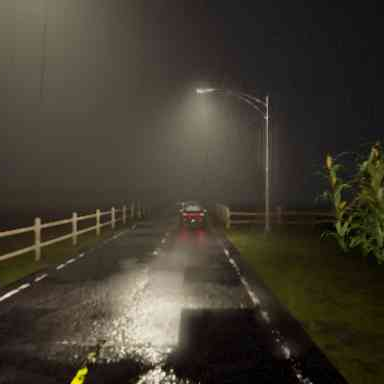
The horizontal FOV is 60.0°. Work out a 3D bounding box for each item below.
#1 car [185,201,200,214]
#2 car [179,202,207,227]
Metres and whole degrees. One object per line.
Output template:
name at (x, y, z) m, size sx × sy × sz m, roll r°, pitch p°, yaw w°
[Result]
car at (0.065, 1.921, 41.233) m, size 1.812 × 1.442 × 4.674 m, roll 0°, pitch -1°, yaw 0°
car at (0.078, 1.728, 24.627) m, size 2.128 × 1.511 × 4.902 m, roll 0°, pitch 0°, yaw 0°
